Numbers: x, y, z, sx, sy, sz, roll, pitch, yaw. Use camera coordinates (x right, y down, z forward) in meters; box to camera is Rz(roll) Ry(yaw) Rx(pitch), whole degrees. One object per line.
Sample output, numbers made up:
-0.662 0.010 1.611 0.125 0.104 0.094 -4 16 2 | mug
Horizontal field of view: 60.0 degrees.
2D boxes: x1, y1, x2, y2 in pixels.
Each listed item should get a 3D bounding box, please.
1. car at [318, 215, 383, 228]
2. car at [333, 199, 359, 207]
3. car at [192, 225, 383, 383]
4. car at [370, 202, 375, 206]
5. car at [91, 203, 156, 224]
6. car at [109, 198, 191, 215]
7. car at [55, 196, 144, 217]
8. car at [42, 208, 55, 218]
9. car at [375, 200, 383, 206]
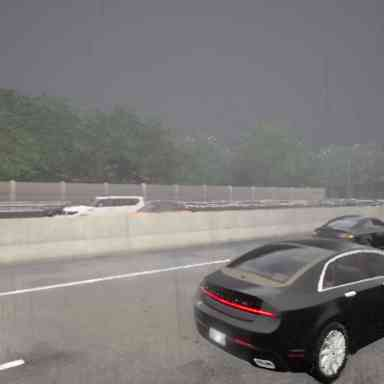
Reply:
6.483 1.616 12.800 4.674 1.442 1.812 1 0 -36 | car
23.682 1.876 50.960 4.892 1.490 1.837 1 0 -35 | car
2.283 1.541 5.499 4.892 1.490 1.837 1 0 -36 | car
28.666 1.962 50.207 4.181 1.385 1.994 1 0 -35 | car
-5.288 1.606 26.013 4.674 1.442 1.812 1 0 -35 | car
-2.186 1.422 19.629 4.553 1.767 2.097 1 0 -35 | car
-5.519 1.281 21.554 5.566 2.045 2.150 0 0 -36 | car
-9.574 1.539 27.257 5.008 1.535 1.882 0 0 -35 | car
27.713 1.591 45.242 5.566 2.045 2.150 1 0 -35 | car
